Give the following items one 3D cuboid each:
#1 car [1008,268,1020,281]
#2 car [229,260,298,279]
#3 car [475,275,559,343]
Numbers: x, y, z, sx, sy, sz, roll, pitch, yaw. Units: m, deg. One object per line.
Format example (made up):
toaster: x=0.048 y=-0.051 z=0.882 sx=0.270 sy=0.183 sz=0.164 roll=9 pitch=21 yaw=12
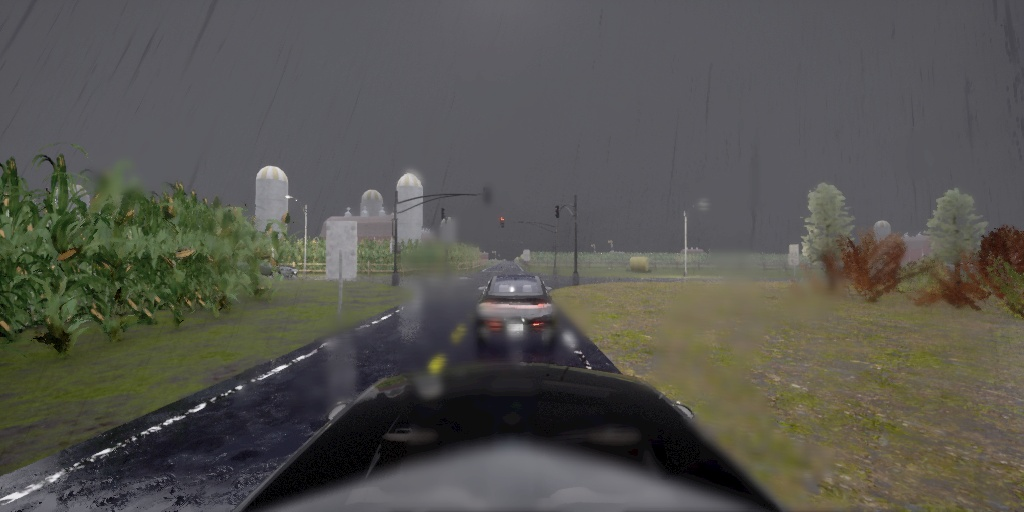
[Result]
car: x=48.663 y=1.719 z=33.511 sx=4.674 sy=1.442 sz=1.812 roll=1 pitch=-1 yaw=-5
car: x=-19.943 y=1.059 z=28.807 sx=4.902 sy=1.511 sz=2.128 roll=0 pitch=-1 yaw=-4
car: x=0.100 y=1.245 z=9.653 sx=2.128 sy=1.511 sz=4.902 roll=0 pitch=0 yaw=0
